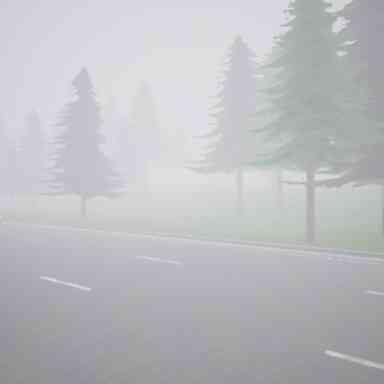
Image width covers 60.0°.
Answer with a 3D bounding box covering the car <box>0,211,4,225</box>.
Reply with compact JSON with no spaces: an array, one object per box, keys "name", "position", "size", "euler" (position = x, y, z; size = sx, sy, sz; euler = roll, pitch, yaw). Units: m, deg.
[{"name":"car","position":[-14.834,1.592,23.045],"size":[4.674,1.442,1.812],"euler":[0,0,36]}]
